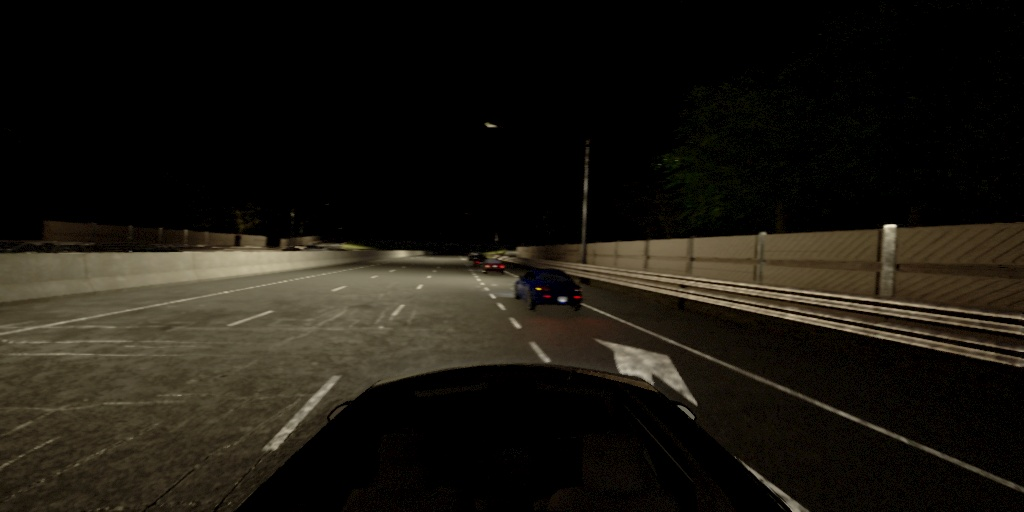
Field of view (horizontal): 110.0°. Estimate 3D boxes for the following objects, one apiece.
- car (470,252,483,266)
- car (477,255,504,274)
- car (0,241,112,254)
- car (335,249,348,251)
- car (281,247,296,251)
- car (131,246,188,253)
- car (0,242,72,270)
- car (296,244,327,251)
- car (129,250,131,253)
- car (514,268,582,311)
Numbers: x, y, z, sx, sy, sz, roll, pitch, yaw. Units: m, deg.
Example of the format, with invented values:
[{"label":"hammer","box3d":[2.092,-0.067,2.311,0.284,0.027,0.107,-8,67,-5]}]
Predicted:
[{"label":"car","box3d":[-4.371,0.622,49.276,1.837,1.490,4.892,2,0,-9]},{"label":"car","box3d":[-1.864,0.905,33.501,2.033,1.411,5.357,2,1,-9]},{"label":"car","box3d":[-20.346,0.127,15.733,2.097,1.767,4.553,2,1,-9]},{"label":"car","box3d":[-26.697,-0.370,56.003,1.882,1.535,5.008,2,1,-8]},{"label":"car","box3d":[-33.548,-0.634,54.640,1.882,1.535,5.008,2,1,-9]},{"label":"car","box3d":[-33.974,-0.356,34.551,1.895,1.301,4.718,2,0,-9]},{"label":"car","box3d":[-28.127,-0.058,20.002,1.812,1.442,4.674,2,1,-9]},{"label":"car","box3d":[-29.947,-0.726,54.296,2.150,2.045,5.566,2,2,-9]},{"label":"car","box3d":[-24.602,0.123,20.122,1.994,1.385,4.181,2,1,-9]},{"label":"car","box3d":[1.285,1.202,13.955,1.812,1.442,4.674,2,1,-9]}]
